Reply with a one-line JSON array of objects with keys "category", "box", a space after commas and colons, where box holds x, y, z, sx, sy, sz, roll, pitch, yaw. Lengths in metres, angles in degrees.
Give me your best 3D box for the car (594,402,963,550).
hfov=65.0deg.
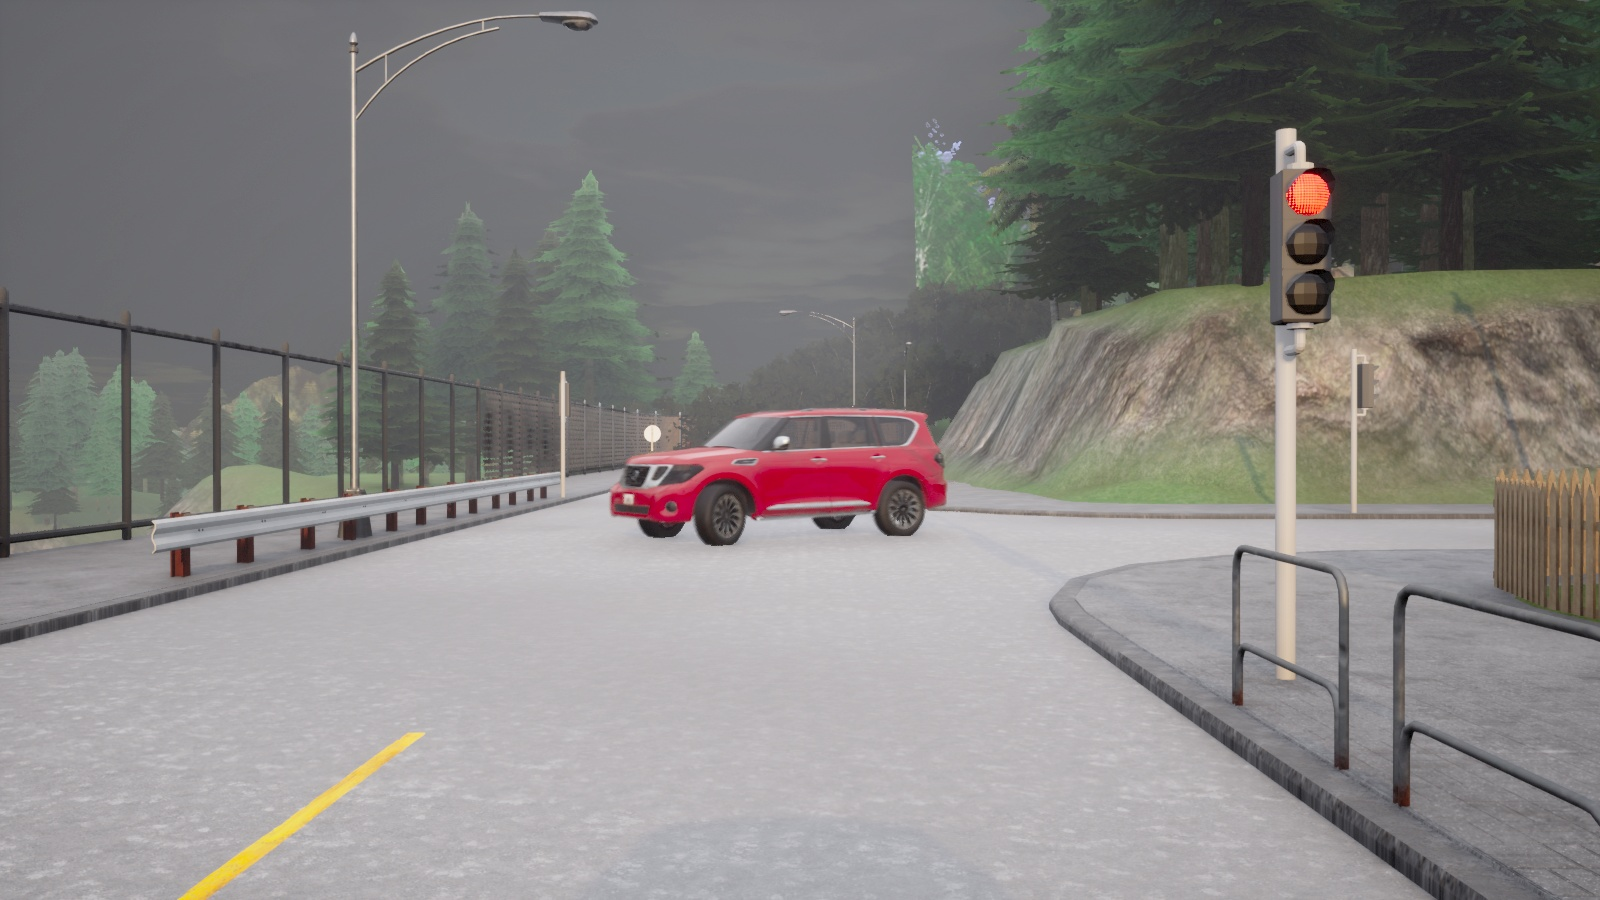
[{"category": "car", "box": [-0.242, 0.353, 19.845, 5.566, 2.045, 2.150, 0, 0, -34]}]
